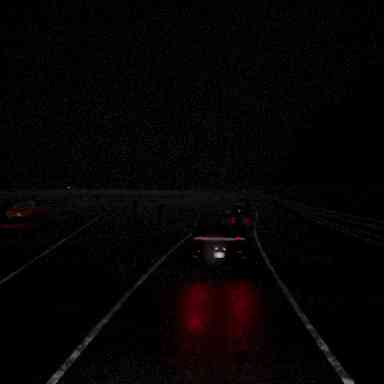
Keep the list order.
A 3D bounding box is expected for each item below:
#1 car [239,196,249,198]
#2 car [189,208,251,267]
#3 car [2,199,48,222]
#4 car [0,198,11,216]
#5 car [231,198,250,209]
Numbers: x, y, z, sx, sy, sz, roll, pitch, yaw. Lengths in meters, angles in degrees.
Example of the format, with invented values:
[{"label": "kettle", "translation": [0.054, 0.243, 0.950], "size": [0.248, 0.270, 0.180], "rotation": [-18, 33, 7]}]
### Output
[{"label": "car", "translation": [9.287, 1.412, 60.482], "size": [1.882, 1.535, 5.008], "rotation": [0, 1, 8]}, {"label": "car", "translation": [1.005, 1.527, 11.567], "size": [2.128, 1.511, 4.902], "rotation": [0, 0, 6]}, {"label": "car", "translation": [-13.107, 1.517, 26.821], "size": [1.882, 1.535, 5.008], "rotation": [0, -1, -10]}, {"label": "car", "translation": [-17.260, 1.561, 30.327], "size": [1.837, 1.490, 4.892], "rotation": [0, -1, -10]}, {"label": "car", "translation": [5.090, 1.661, 34.883], "size": [1.812, 1.442, 4.674], "rotation": [0, 0, 11]}]
